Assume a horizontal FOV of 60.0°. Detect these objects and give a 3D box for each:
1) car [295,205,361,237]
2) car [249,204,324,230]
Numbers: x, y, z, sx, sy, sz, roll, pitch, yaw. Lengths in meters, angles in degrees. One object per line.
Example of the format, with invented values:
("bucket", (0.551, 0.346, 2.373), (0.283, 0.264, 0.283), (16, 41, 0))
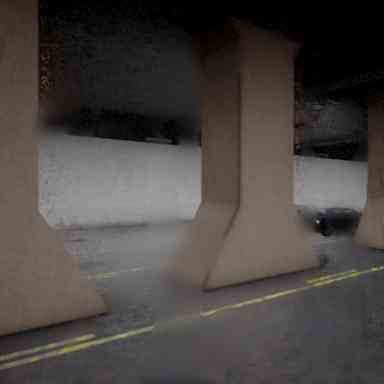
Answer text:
("car", (7.268, 1.482, 17.388), (4.718, 1.301, 1.895), (0, 0, -34))
("car", (5.951, 1.460, 20.723), (4.718, 1.301, 1.895), (0, 0, -34))
